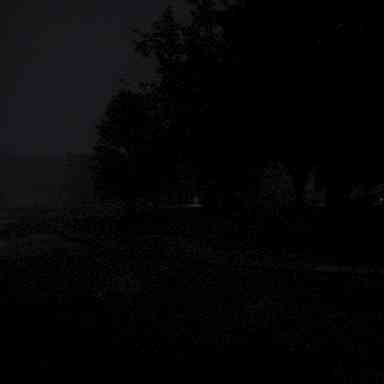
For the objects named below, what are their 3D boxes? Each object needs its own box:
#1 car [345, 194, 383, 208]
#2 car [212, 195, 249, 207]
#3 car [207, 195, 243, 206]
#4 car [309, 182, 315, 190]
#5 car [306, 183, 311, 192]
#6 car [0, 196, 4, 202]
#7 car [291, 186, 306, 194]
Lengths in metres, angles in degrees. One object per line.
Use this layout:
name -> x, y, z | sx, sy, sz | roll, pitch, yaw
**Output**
car -> 22.496, 1.080, 43.449 | 4.553, 1.767, 2.097 | 0, 0, 39
car -> 5.210, 1.349, 44.861 | 4.718, 1.301, 1.895 | 0, 0, -10
car -> 4.689, 1.244, 48.067 | 4.892, 1.490, 1.837 | 0, 0, -10
car -> 29.796, -1.008, 86.508 | 1.946, 1.575, 5.366 | 0, 4, 30
car -> 27.038, -0.656, 81.734 | 1.946, 1.575, 5.366 | 0, 4, 30
car -> -33.367, 1.113, 54.546 | 2.163, 1.488, 4.792 | 0, 0, 19
car -> 24.271, -0.302, 76.967 | 1.946, 1.575, 5.366 | 0, 4, 30
